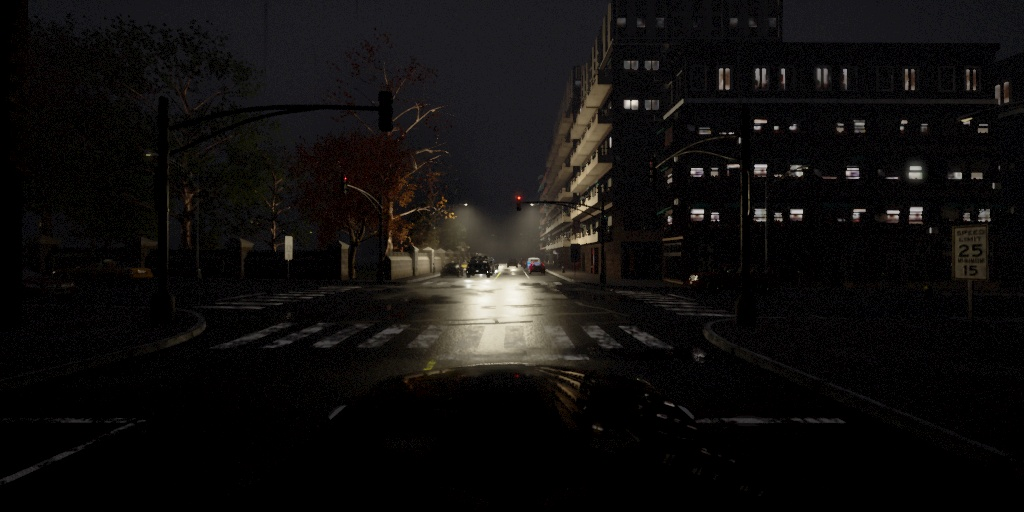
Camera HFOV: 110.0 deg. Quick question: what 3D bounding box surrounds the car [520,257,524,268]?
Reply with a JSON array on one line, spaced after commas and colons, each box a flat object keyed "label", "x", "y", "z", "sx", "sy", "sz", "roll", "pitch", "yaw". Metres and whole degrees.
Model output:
[{"label": "car", "x": 2.764, "y": 1.230, "z": 56.842, "sx": 1.967, "sy": 1.591, "sz": 4.097, "roll": 0, "pitch": 0, "yaw": 0}]

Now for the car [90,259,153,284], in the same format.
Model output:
[{"label": "car", "x": -24.717, "y": 0.883, "z": 21.652, "sx": 4.829, "sy": 1.417, "sz": 1.751, "roll": 0, "pitch": 0, "yaw": 0}]

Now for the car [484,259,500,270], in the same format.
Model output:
[{"label": "car", "x": -3.019, "y": 1.279, "z": 54.970, "sx": 2.128, "sy": 1.511, "sz": 4.902, "roll": 0, "pitch": 0, "yaw": 0}]

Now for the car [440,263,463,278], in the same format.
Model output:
[{"label": "car", "x": -5.647, "y": 1.330, "z": 34.332, "sx": 1.948, "sy": 1.339, "sz": 4.313, "roll": 0, "pitch": 0, "yaw": 0}]

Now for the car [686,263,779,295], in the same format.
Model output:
[{"label": "car", "x": 13.476, "y": 1.353, "z": 21.966, "sx": 5.009, "sy": 1.841, "sz": 2.192, "roll": 0, "pitch": 0, "yaw": 0}]

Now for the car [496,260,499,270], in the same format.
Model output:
[{"label": "car", "x": -3.040, "y": 1.322, "z": 44.871, "sx": 2.033, "sy": 1.411, "sz": 5.357, "roll": 0, "pitch": 0, "yaw": 0}]

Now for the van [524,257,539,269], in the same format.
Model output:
[{"label": "van", "x": 2.749, "y": 1.116, "z": 45.581, "sx": 1.690, "sy": 1.789, "sz": 3.998, "roll": 0, "pitch": 0, "yaw": 0}]

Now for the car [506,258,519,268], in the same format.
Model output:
[{"label": "car", "x": 0.080, "y": 1.304, "z": 62.625, "sx": 1.837, "sy": 1.490, "sz": 4.892, "roll": 0, "pitch": 0, "yaw": 0}]

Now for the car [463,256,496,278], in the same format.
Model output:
[{"label": "car", "x": -3.042, "y": 0.986, "z": 34.619, "sx": 2.150, "sy": 2.045, "sz": 5.566, "roll": 0, "pitch": 0, "yaw": 1}]

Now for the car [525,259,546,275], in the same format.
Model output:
[{"label": "car", "x": 2.741, "y": 1.314, "z": 39.951, "sx": 1.888, "sy": 1.381, "sz": 4.507, "roll": 0, "pitch": 0, "yaw": 0}]

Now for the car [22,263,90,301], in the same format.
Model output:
[{"label": "car", "x": -18.947, "y": 1.007, "z": 13.319, "sx": 4.207, "sy": 1.307, "sz": 1.802, "roll": 0, "pitch": 0, "yaw": 0}]
